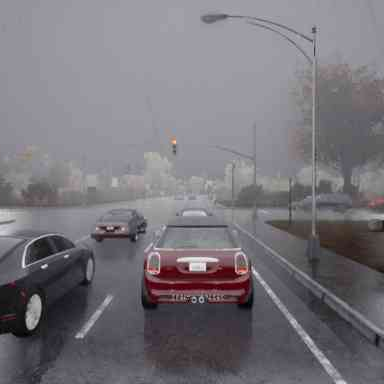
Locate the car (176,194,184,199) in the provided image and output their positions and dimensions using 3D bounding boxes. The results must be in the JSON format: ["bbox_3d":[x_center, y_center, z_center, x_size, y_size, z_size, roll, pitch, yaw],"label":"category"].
[{"bbox_3d":[-3.376,1.386,95.316,1.994,1.385,4.181,0,0,1],"label":"car"}]

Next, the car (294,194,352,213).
[{"bbox_3d":[14.496,1.215,36.377,5.566,2.045,2.150,0,0,3],"label":"car"}]

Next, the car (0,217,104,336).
[{"bbox_3d":[-3.393,1.504,6.636,1.837,1.490,4.892,0,0,0],"label":"car"}]

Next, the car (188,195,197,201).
[{"bbox_3d":[0.074,1.485,84.967,1.837,1.490,4.892,0,0,0],"label":"car"}]

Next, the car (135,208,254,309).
[{"bbox_3d":[0.106,1.351,8.049,2.097,1.767,4.553,0,0,0],"label":"car"}]

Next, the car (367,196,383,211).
[{"bbox_3d":[23.854,1.205,39.372,5.566,2.045,2.150,0,0,3],"label":"car"}]

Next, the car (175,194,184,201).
[{"bbox_3d":[-3.424,1.530,85.290,1.994,1.385,4.181,0,0,0],"label":"car"}]

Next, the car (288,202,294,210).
[{"bbox_3d":[14.020,1.498,39.913,4.892,1.490,1.837,0,0,3],"label":"car"}]

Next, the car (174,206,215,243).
[{"bbox_3d":[0.114,1.523,17.089,1.812,1.442,4.674,0,0,0],"label":"car"}]

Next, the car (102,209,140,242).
[{"bbox_3d":[-3.388,1.545,16.294,2.033,1.411,5.357,0,0,0],"label":"car"}]
